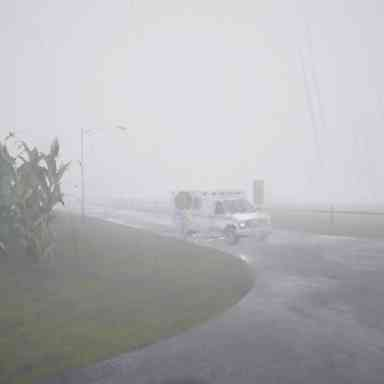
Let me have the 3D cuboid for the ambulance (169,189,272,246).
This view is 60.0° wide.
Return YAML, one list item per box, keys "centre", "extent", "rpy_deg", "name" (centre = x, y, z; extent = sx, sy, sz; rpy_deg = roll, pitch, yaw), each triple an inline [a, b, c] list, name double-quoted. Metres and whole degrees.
- centre: [1.211, 1.072, 16.742]
  extent: [2.351, 2.431, 6.366]
  rpy_deg: [-1, 0, -30]
  name: "ambulance"
